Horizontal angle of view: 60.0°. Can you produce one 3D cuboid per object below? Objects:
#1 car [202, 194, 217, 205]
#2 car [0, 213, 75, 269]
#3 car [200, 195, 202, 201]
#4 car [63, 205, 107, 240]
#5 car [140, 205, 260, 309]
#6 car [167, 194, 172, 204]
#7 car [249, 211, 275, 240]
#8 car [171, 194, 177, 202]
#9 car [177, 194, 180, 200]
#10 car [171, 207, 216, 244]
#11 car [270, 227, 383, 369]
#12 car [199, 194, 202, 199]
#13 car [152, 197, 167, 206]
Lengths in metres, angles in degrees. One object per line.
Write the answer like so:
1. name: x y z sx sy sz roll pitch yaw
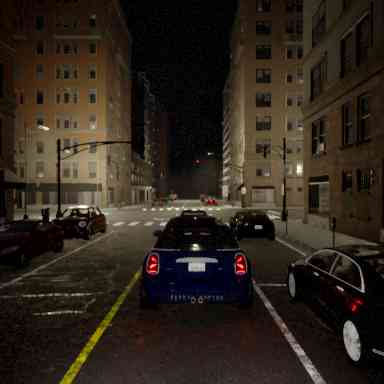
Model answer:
1. car: 3.034 1.471 53.628 1.967 1.590 4.097 0 0 0
2. car: -5.641 1.581 11.060 1.802 1.307 4.206 0 0 0
3. car: 3.084 1.601 64.446 2.008 1.369 4.403 0 0 0
4. car: -5.626 1.439 16.562 1.967 1.590 4.097 0 0 0
5. car: 0.099 1.351 8.027 2.097 1.767 4.553 0 0 0
6. car: -5.440 1.600 64.481 2.008 1.369 4.403 0 0 0
7. car: 2.899 1.565 16.538 1.947 1.339 4.313 0 0 0
8. car: -5.368 1.618 80.537 1.752 1.417 4.829 0 0 0
9. car: -5.319 1.448 91.525 2.192 1.841 5.009 0 0 0
10. car: 0.089 1.563 16.610 1.994 1.385 4.181 0 0 1
11. car: 2.869 1.550 5.536 2.008 1.369 4.403 0 0 0
12. car: 3.133 1.517 75.264 1.967 1.590 4.097 0 0 0
13. car: -5.490 1.613 53.665 1.802 1.307 4.206 0 0 0
